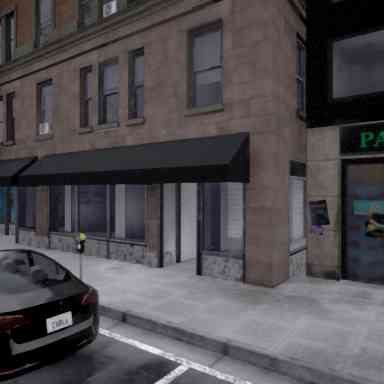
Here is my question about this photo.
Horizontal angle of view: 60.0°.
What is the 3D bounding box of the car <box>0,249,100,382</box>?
[{"bbox_3d":[-3.250,1.565,5.126,4.313,1.339,1.947,0,0,36],"label":"car"}]
